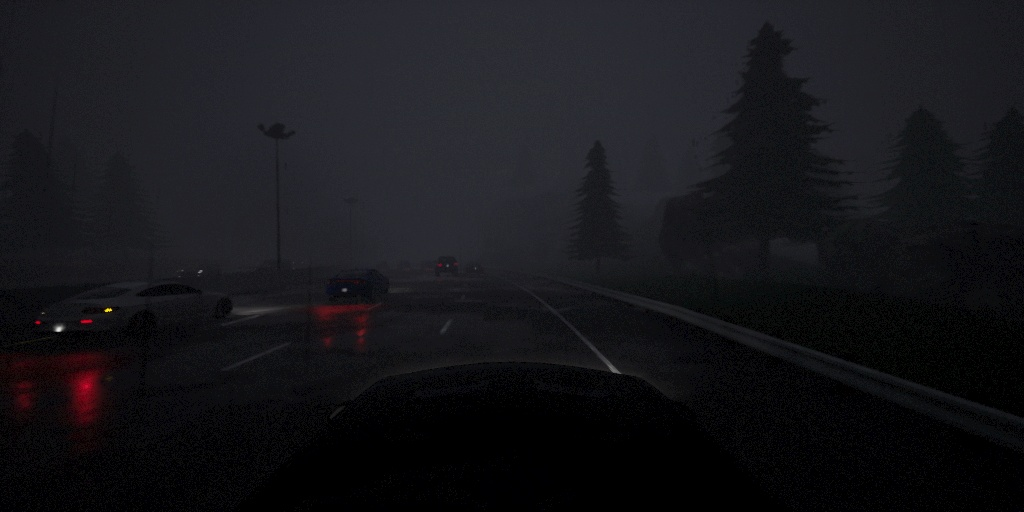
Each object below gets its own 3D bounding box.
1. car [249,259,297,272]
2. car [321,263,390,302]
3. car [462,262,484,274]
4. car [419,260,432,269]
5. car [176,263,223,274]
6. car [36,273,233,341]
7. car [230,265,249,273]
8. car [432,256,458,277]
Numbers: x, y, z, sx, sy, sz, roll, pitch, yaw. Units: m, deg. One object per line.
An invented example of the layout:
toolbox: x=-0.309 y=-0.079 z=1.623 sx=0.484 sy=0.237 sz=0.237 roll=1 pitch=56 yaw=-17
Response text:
car: x=-25.756 y=1.339 z=38.938 sx=2.150 sy=2.045 sz=5.566 roll=-1 pitch=0 yaw=-14
car: x=-7.529 y=1.330 z=17.971 sx=1.882 sy=1.535 sz=5.008 roll=0 pitch=0 yaw=-6
car: x=-4.577 y=1.344 z=41.858 sx=1.994 sy=1.385 sz=4.181 roll=-1 pitch=0 yaw=-15
car: x=-15.045 y=1.429 z=63.087 sx=1.837 sy=1.490 sz=4.892 roll=1 pitch=0 yaw=-23
car: x=-32.687 y=1.583 z=37.749 sx=2.097 sy=1.767 sz=4.553 roll=-1 pitch=0 yaw=-14
car: x=-10.547 y=1.434 z=10.537 sx=1.812 sy=1.442 sz=4.674 roll=-1 pitch=0 yaw=-4
car: x=-29.701 y=1.707 z=40.254 sx=1.812 sy=1.442 sz=4.674 roll=-1 pitch=0 yaw=-15
car: x=-7.022 y=1.045 z=38.018 sx=2.150 sy=2.045 sz=5.566 roll=0 pitch=0 yaw=-14
